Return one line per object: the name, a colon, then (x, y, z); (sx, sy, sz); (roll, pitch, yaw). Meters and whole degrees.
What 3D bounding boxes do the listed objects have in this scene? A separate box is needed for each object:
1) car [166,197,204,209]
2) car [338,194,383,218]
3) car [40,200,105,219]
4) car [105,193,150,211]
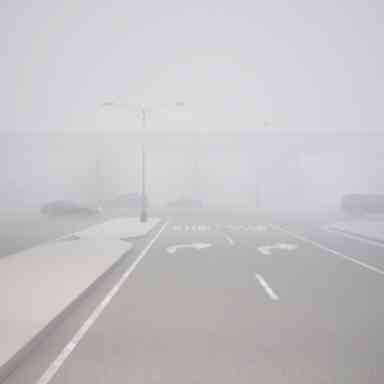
car: (-0.932, 1.429, 42.480); (4.892, 1.490, 1.837); (0, 0, 0)
car: (15.632, 1.169, 28.645); (5.566, 2.045, 2.150); (0, 0, 6)
car: (-10.326, 1.441, 28.311); (4.902, 1.511, 2.128); (0, 0, 0)
car: (-7.682, 1.152, 39.008); (5.566, 2.045, 2.150); (0, 0, 0)
